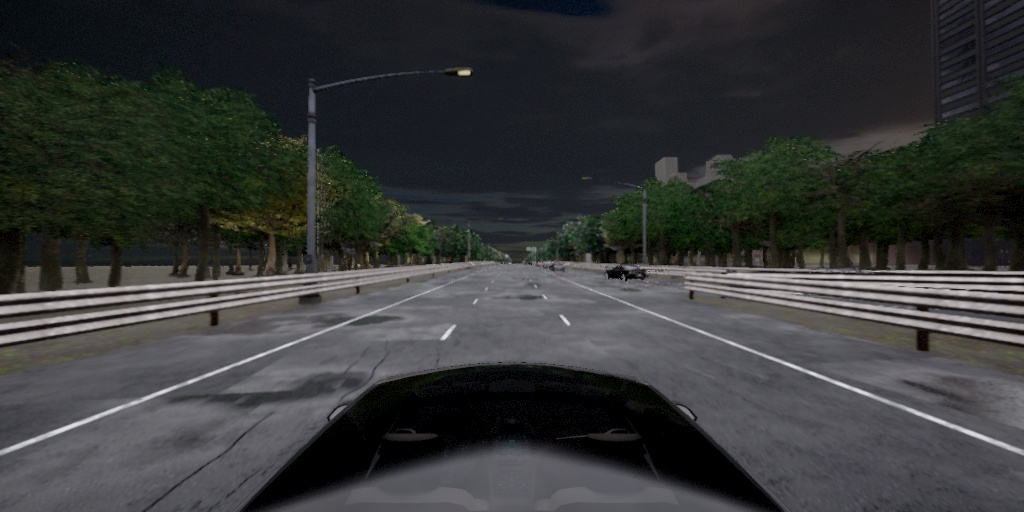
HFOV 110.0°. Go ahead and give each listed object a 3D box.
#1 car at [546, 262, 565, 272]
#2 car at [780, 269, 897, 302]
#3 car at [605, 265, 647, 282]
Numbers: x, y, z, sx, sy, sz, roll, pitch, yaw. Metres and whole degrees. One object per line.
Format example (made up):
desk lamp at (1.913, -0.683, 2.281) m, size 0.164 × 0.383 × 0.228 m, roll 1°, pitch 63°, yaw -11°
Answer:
car at (7.071, 1.729, 56.128) m, size 2.128 × 1.511 × 4.902 m, roll 0°, pitch 0°, yaw -1°
car at (15.999, 1.381, 18.159) m, size 2.128 × 1.511 × 4.902 m, roll 0°, pitch -1°, yaw -22°
car at (10.518, 1.546, 33.582) m, size 1.882 × 1.535 × 5.008 m, roll 0°, pitch 0°, yaw -13°
